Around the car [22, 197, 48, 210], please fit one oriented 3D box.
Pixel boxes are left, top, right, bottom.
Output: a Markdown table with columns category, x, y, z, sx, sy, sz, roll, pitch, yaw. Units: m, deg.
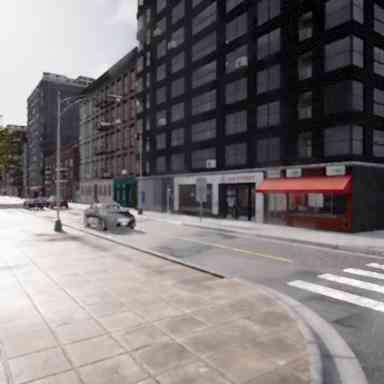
| category | x | y | z | sx | sy | sz | roll | pitch | yaw |
| --- | --- | --- | --- | --- | --- | --- | --- | --- | --- |
| car | -19.388 | 1.463 | 40.662 | 1.895 | 1.301 | 4.718 | 0 | 0 | -34 |

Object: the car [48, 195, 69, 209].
| category | x | y | z | sx | sy | sz | roll | pitch | yaw |
| --- | --- | --- | --- | --- | --- | --- | --- | --- | --- |
| car | -17.536 | 1.219 | 43.025 | 2.097 | 1.767 | 4.553 | 0 | 0 | -35 |

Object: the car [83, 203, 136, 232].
| category | x | y | z | sx | sy | sz | roll | pitch | yaw |
| --- | --- | --- | --- | --- | --- | --- | --- | --- | --- |
| car | -4.979 | 1.408 | 19.696 | 2.128 | 1.511 | 4.902 | 0 | 0 | -35 |

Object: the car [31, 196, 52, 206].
| category | x | y | z | sx | sy | sz | roll | pitch | yaw |
| --- | --- | --- | --- | --- | --- | --- | --- | --- | --- |
| car | -23.168 | 1.393 | 51.142 | 2.033 | 1.411 | 5.357 | 0 | 0 | -34 |
